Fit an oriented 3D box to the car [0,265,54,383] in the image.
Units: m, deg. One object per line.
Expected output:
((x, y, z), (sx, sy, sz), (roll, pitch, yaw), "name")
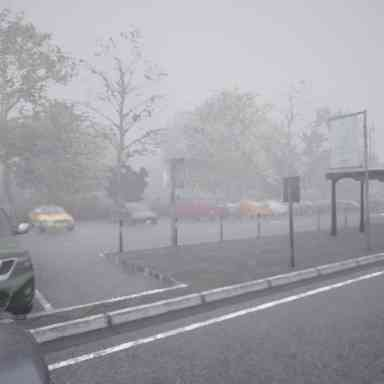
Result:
((-3.327, 1.542, 1.313), (5.357, 1.411, 2.033), (0, 0, -35), "car")

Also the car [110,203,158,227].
((-4.212, 1.535, 23.646), (2.163, 1.488, 4.792), (0, 0, -36), "car")

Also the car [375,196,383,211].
((20.590, 1.598, 41.449), (2.163, 1.488, 4.792), (0, 0, -36), "car")

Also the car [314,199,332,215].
((11.573, 1.542, 34.974), (2.097, 1.535, 5.008), (0, 0, -36), "car")

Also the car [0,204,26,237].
((-11.021, 1.520, 18.851), (2.163, 1.488, 4.792), (0, 0, -36), "car")

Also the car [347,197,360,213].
((16.074, 1.584, 38.220), (2.163, 1.488, 4.792), (0, 0, -36), "car")

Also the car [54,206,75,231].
((-8.638, 1.493, 20.290), (1.946, 1.575, 5.366), (0, 0, -36), "car")

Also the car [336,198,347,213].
((13.837, 1.549, 36.578), (2.231, 1.521, 4.892), (0, 0, -36), "car")

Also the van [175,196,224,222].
((0.218, 1.289, 26.993), (1.878, 1.987, 4.442), (0, 0, -36), "van")

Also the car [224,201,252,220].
((2.545, 1.560, 28.509), (2.002, 1.452, 4.674), (0, 0, -36), "car")

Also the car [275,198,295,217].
((7.062, 1.570, 31.739), (2.002, 1.452, 4.674), (0, 0, -36), "car")

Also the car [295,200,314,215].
((9.300, 1.410, 33.380), (2.185, 1.767, 4.553), (0, 0, -36), "car")

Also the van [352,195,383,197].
((22.932, 1.350, 42.943), (1.878, 1.987, 4.442), (0, 0, -36), "van")

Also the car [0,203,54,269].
((-4.930, 1.235, 7.056), (2.435, 2.045, 5.566), (0, 0, -36), "car")

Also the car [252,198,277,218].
((4.805, 1.525, 30.122), (2.097, 1.535, 5.008), (0, 0, -36), "car")

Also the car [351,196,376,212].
((18.456, 1.558, 39.659), (1.946, 1.575, 5.366), (0, 0, -36), "car")
